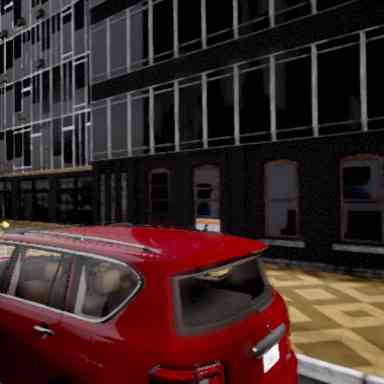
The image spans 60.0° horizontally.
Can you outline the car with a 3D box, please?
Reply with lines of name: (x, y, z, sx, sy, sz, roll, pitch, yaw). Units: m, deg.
car: (-1.358, 1.300, 3.863, 5.009, 1.841, 2.192, 0, -1, 35)
